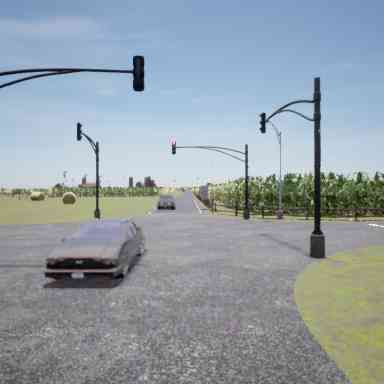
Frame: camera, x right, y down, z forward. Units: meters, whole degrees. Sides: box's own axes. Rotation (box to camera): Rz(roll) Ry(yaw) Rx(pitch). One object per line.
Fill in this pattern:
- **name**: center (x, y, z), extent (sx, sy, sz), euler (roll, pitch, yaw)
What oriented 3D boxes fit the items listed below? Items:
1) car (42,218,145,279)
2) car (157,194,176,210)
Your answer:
- **car**: center (-2.639, 1.550, 10.350), extent (2.033, 1.411, 5.357), euler (0, 0, 0)
- **car**: center (-3.208, 1.300, 42.209), extent (2.150, 2.045, 5.566), euler (0, 2, 0)
